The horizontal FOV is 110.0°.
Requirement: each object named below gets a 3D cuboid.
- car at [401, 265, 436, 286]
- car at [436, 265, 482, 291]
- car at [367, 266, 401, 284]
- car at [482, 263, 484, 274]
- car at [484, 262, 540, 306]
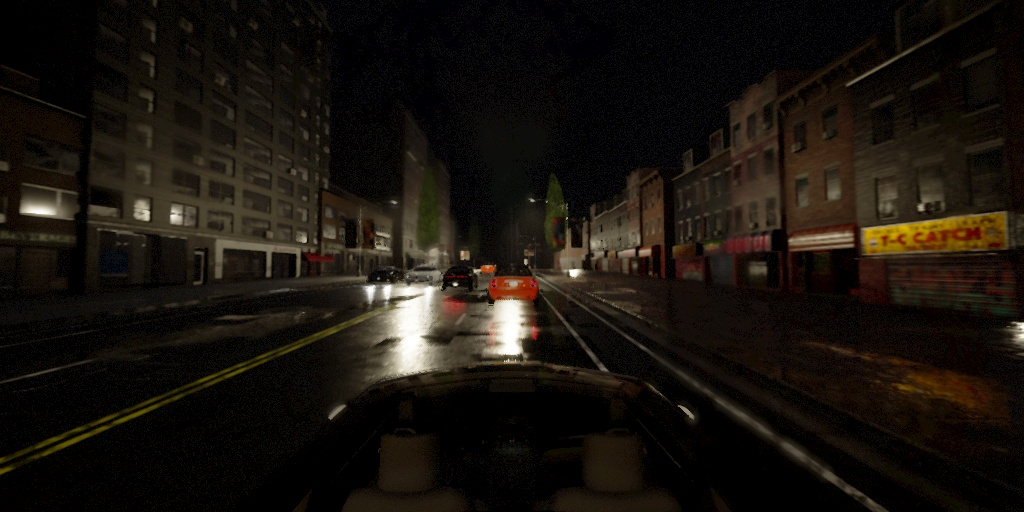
[{"bbox_3d":[-6.640,1.447,27.251,1.812,1.442,4.674,0,-1,0],"label":"car"},{"bbox_3d":[-3.189,1.366,22.589,1.837,1.490,4.892,0,0,0],"label":"car"},{"bbox_3d":[-9.890,1.506,28.539,1.994,1.385,4.181,0,-1,0],"label":"car"},{"bbox_3d":[-3.244,1.645,50.463,2.097,1.767,4.553,0,-1,0],"label":"car"},{"bbox_3d":[0.067,1.154,16.258,2.097,1.767,4.553,0,-1,0],"label":"car"}]
